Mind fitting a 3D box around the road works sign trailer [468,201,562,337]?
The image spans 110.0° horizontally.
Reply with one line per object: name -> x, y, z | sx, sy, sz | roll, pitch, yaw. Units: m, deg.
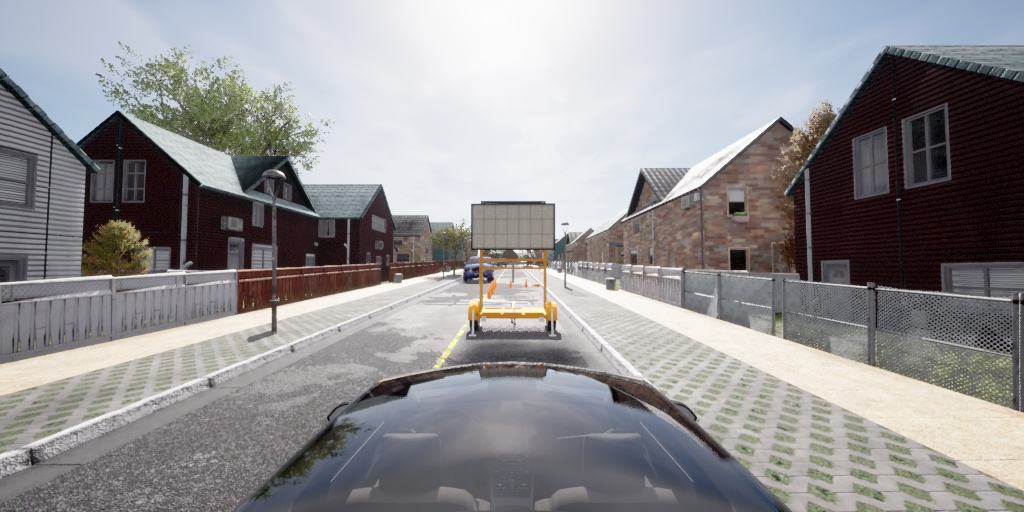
road works sign trailer -> 0.035, 0.226, 10.362 | 2.380, 3.560, 2.880 | 0, 0, 1

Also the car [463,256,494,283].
car -> -2.635, 1.053, 29.404 | 2.150, 2.045, 5.566 | 0, 0, 0
